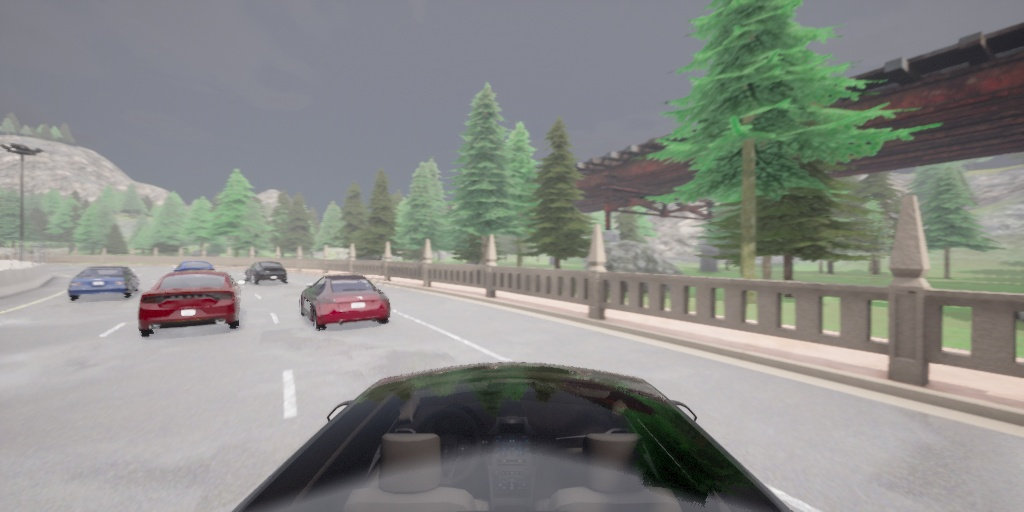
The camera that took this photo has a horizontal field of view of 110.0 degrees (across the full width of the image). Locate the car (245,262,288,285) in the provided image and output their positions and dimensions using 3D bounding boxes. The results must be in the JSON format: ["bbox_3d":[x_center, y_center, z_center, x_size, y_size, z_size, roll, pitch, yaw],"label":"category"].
[{"bbox_3d":[-17.004,1.123,24.776,1.837,1.490,4.892,1,0,-45],"label":"car"}]

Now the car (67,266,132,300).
[{"bbox_3d":[-18.735,1.160,16.616,2.033,1.411,5.357,0,0,-43],"label":"car"}]

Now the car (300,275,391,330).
[{"bbox_3d":[-5.279,1.271,11.176,1.994,1.385,4.181,0,0,-36],"label":"car"}]

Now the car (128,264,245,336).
[{"bbox_3d":[-8.997,1.161,10.349,1.882,1.535,5.008,0,0,-36],"label":"car"}]

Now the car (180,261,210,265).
[{"bbox_3d":[-21.176,1.069,23.944,5.008,1.535,1.882,0,0,44],"label":"car"}]
